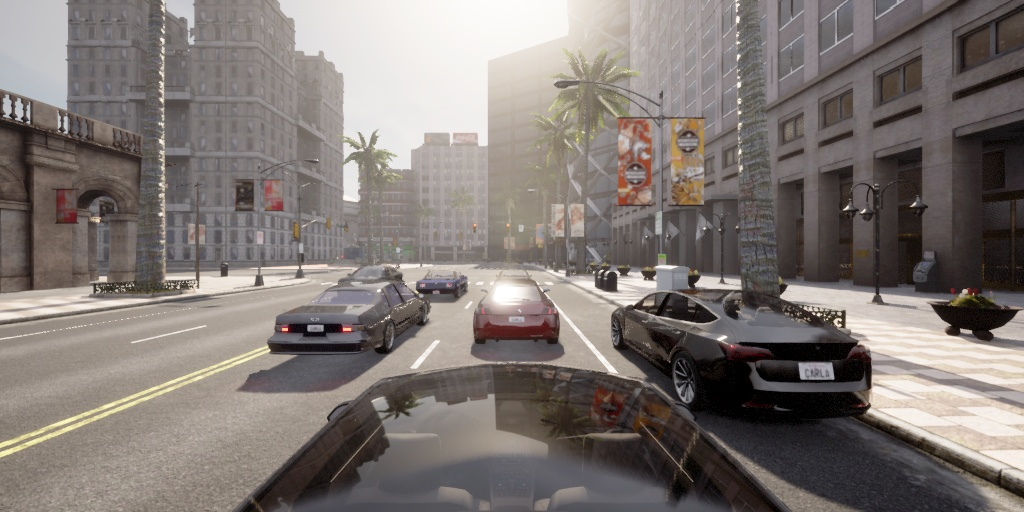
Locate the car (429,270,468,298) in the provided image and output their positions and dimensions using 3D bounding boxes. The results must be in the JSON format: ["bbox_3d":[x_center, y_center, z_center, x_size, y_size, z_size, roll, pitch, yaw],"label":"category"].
[{"bbox_3d":[-3.410,1.351,18.374,1.895,1.301,4.718,0,0,0],"label":"car"}]

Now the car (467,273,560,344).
[{"bbox_3d":[0.096,1.314,9.610,1.994,1.385,4.181,0,0,0],"label":"car"}]

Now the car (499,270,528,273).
[{"bbox_3d":[0.090,1.351,18.418,1.895,1.301,4.718,0,0,0],"label":"car"}]

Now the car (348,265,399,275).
[{"bbox_3d":[-7.034,1.228,18.234,1.882,1.535,5.008,0,0,0],"label":"car"}]

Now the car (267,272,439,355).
[{"bbox_3d":[-3.406,1.297,8.725,2.033,1.411,5.357,0,0,0],"label":"car"}]
